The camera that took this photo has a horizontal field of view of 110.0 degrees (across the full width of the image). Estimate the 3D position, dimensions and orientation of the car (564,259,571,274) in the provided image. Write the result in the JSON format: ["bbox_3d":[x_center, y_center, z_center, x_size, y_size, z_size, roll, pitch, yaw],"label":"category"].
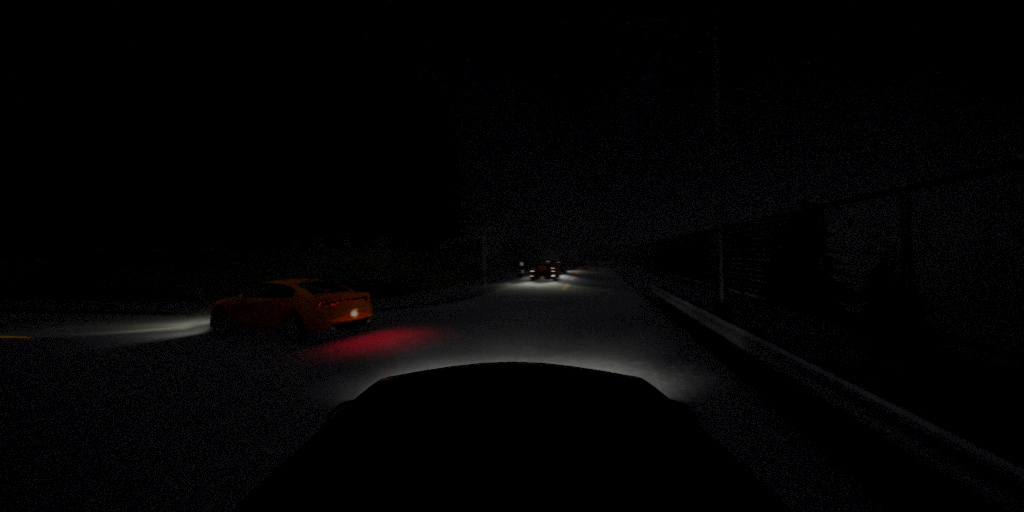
[{"bbox_3d":[5.120,1.273,39.818,1.895,1.301,4.718,-1,0,13],"label":"car"}]

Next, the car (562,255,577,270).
[{"bbox_3d":[7.520,0.848,50.092,2.150,2.045,5.566,-1,0,13],"label":"car"}]

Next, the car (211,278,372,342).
[{"bbox_3d":[-6.360,1.392,10.280,5.008,1.535,1.882,-1,-1,23],"label":"car"}]

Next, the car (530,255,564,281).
[{"bbox_3d":[2.815,1.068,29.802,2.097,1.767,4.553,-1,0,13],"label":"car"}]

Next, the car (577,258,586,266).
[{"bbox_3d":[10.910,1.087,62.490,1.812,1.442,4.674,-1,0,-32],"label":"car"}]
